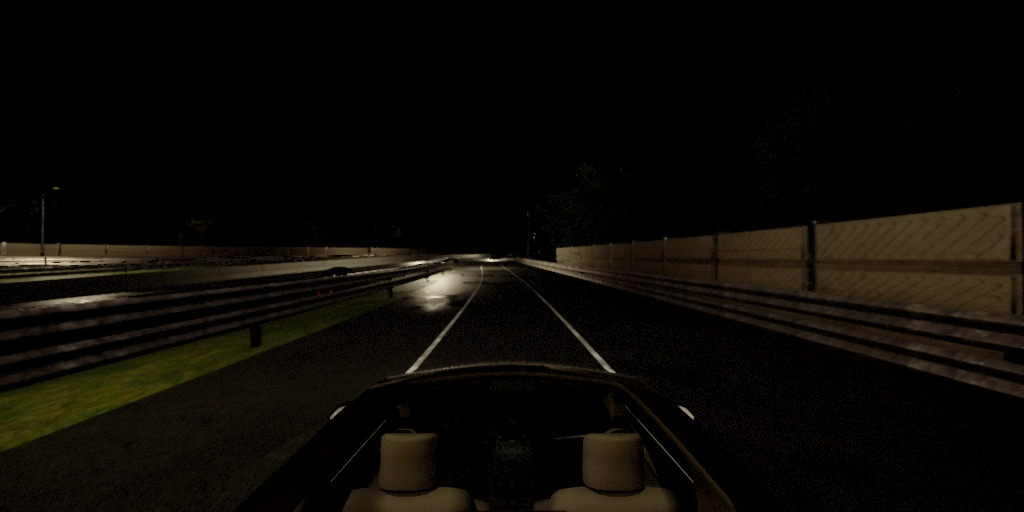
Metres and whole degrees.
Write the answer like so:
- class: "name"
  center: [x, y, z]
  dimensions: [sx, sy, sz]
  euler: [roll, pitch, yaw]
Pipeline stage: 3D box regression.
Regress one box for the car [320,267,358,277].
- class: "car"
  center: [-17.435, 1.832, 36.579]
  dimensions: [1.812, 1.442, 4.674]
  euler: [1, 2, 11]
